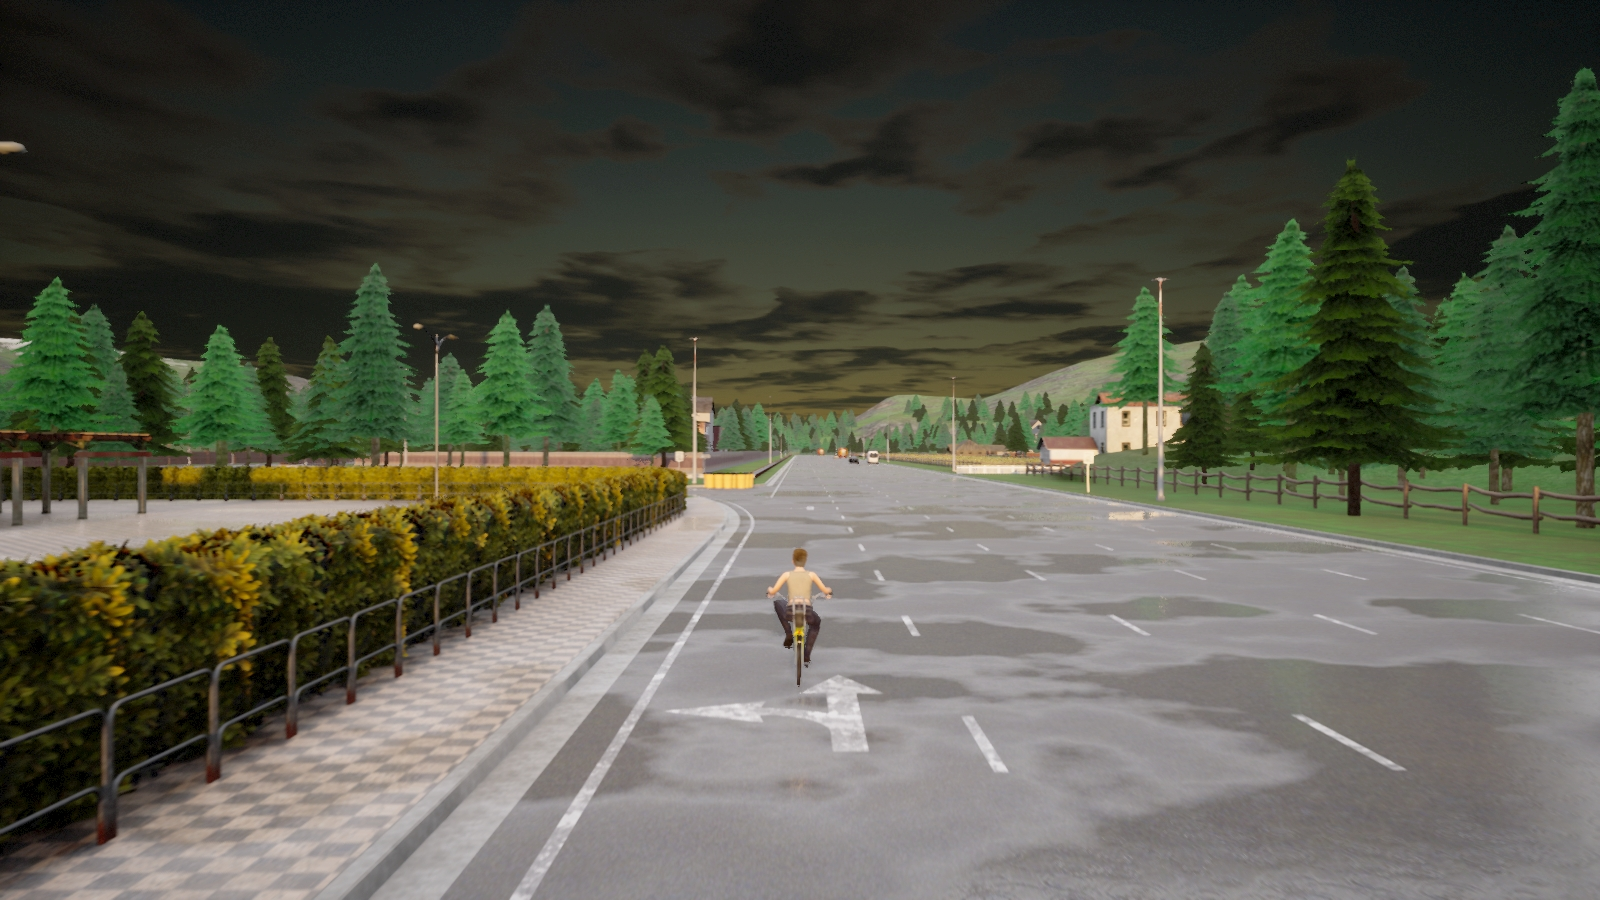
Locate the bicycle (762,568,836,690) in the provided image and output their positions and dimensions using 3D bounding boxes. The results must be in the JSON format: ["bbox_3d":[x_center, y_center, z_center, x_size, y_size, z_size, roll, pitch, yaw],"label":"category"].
[{"bbox_3d":[-0.006,2.158,14.028,0.859,1.276,1.487,0,0,0],"label":"bicycle"}]
